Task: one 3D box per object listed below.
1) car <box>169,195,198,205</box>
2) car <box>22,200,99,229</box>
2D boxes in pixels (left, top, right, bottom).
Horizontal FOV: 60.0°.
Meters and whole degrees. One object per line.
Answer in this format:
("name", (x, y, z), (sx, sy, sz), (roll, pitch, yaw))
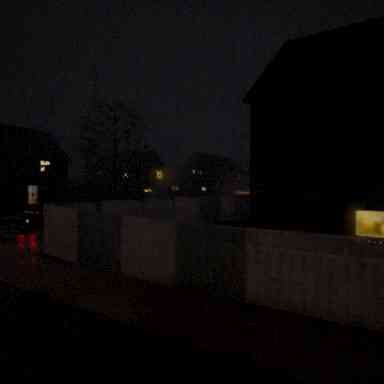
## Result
("car", (-0.960, 1.022, 31.272), (1.837, 1.490, 4.892), (1, 1, 35))
("car", (-6.671, 1.188, 18.309), (2.128, 1.511, 4.902), (1, 1, 35))
